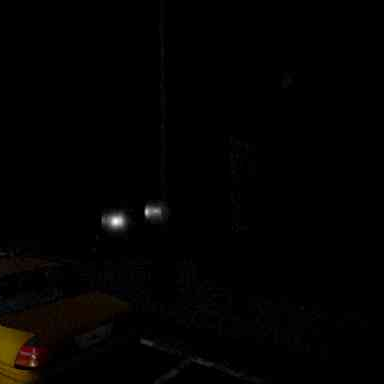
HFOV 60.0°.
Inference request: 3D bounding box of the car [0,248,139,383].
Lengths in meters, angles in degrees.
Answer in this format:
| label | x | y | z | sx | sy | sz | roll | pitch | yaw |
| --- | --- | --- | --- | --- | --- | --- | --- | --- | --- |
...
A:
| label | x | y | z | sx | sy | sz | roll | pitch | yaw |
| --- | --- | --- | --- | --- | --- | --- | --- | --- | --- |
| car | -2.945 | 1.517 | 4.901 | 4.829 | 1.417 | 1.752 | 0 | -1 | 35 |
